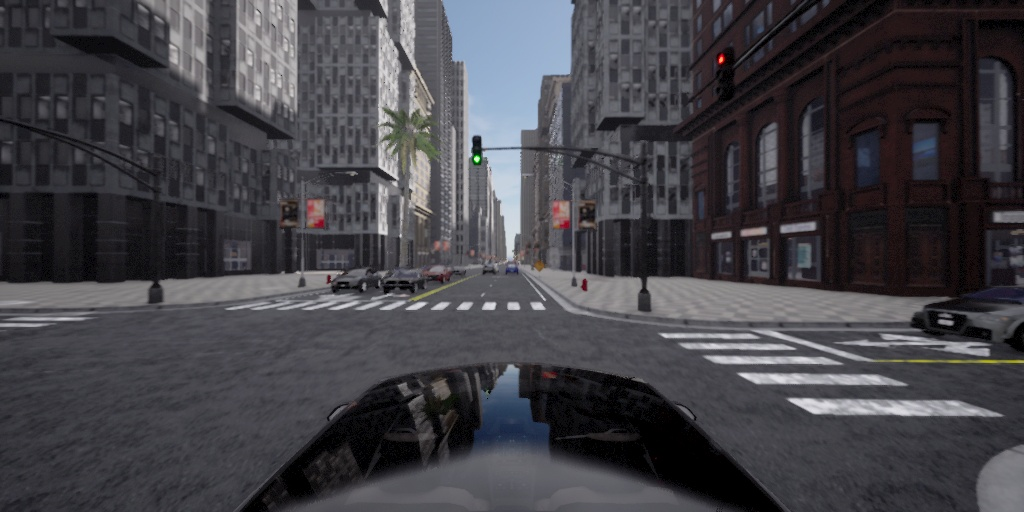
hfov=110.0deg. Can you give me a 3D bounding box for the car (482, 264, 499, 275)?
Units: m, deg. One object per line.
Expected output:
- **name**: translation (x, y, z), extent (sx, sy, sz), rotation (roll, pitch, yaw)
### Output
- **car**: translation (-3.267, 1.933, 52.029), extent (1.837, 1.490, 4.892), rotation (0, -1, 0)

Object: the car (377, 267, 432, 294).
- **car**: translation (-6.608, 1.576, 22.570), extent (1.895, 1.301, 4.718), rotation (0, -1, -2)

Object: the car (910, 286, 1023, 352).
- **car**: translation (12.616, 1.450, 8.789), extent (4.181, 1.385, 1.994), rotation (0, 0, 0)

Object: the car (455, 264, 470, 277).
- **car**: translation (-6.604, 1.872, 43.038), extent (1.895, 1.301, 4.718), rotation (0, -1, 0)

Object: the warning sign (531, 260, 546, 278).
- **warning sign**: translation (2.838, 1.286, 36.894), extent (1.300, 1.860, 1.060), rotation (0, 0, 0)

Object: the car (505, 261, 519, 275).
- **car**: translation (0.029, 1.900, 51.724), extent (1.882, 1.535, 5.008), rotation (0, -1, 1)

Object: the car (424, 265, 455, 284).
- **car**: translation (-6.610, 1.574, 31.685), extent (1.882, 1.535, 5.008), rotation (0, -1, 0)

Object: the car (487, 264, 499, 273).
- **car**: translation (-3.270, 2.143, 62.062), extent (1.812, 1.442, 4.674), rotation (0, -1, 0)

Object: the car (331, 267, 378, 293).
- **car**: translation (-9.890, 1.488, 23.176), extent (1.837, 1.490, 4.892), rotation (0, -1, -2)
